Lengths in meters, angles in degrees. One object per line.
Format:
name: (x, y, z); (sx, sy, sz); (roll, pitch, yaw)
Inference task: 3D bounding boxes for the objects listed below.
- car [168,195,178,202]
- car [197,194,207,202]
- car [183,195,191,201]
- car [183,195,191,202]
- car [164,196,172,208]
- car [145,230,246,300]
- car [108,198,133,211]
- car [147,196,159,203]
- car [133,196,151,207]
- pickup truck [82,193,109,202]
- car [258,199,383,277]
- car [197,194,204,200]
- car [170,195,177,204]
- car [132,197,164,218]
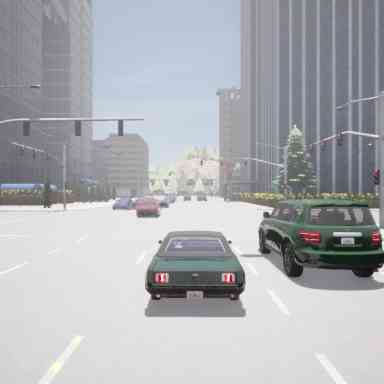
car: (-4.624, 1.494, 80.268); (2.128, 1.511, 4.902); (0, 0, -1)
car: (2.397, 1.348, 78.784); (2.097, 1.767, 4.553); (0, 0, -1)
car: (-1.244, 1.540, 88.871); (2.033, 1.411, 5.357); (0, 0, -1)
car: (-1.099, 1.500, 78.516); (1.837, 1.490, 4.892); (0, 0, -1)
car: (-4.258, 1.601, 47.410); (1.895, 1.301, 4.718); (0, 0, -1)
car: (0.076, 1.601, 8.321); (1.895, 1.301, 4.718); (0, 0, 0)
car: (-8.313, 1.526, 41.362); (1.812, 1.442, 4.674); (0, 0, 9)
car: (-7.963, 1.600, 68.201); (1.895, 1.301, 4.718); (0, 0, -1)
car: (-7.830, 1.492, 52.822); (2.128, 1.511, 4.902); (0, 0, -1)
pickup truck: (-21.151, 1.058, 73.381); (2.390, 2.098, 6.274); (0, 0, 30)
car: (3.588, 1.221, 10.349); (2.150, 2.045, 5.566); (0, 0, 0)
car: (2.254, 1.386, 89.065); (1.882, 1.535, 5.008); (0, 0, -1)
car: (-4.455, 1.492, 65.122); (2.128, 1.511, 4.902); (0, 0, 0)
car: (-3.897, 1.477, 30.201); (1.882, 1.535, 5.008); (0, 0, -1)
